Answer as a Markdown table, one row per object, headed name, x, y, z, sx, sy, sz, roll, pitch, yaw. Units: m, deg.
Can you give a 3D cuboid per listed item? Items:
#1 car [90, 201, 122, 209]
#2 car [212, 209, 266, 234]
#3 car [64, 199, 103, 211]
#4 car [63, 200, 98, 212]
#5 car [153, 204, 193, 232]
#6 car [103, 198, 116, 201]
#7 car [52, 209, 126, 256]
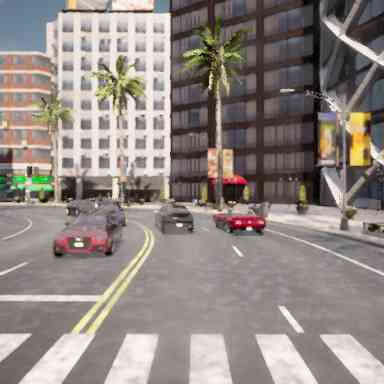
| name | x | y | z | sx | sy | sz | roll | pitch | yaw |
| --- | --- | --- | --- | --- | --- | --- | --- | --- | --- |
| car | -5.726 | 1.578 | 22.819 | 1.994 | 1.385 | 4.181 | 0 | 0 | -19 |
| car | 2.565 | 1.613 | 19.449 | 1.895 | 1.301 | 4.718 | 0 | 0 | -11 |
| car | -10.503 | 1.523 | 31.586 | 1.837 | 1.490 | 4.892 | 0 | 0 | -37 |
| car | -13.453 | 1.625 | 40.001 | 4.718 | 1.301 | 1.895 | 0 | 0 | 40 |
| car | -1.179 | 1.517 | 20.149 | 1.837 | 1.490 | 4.892 | 1 | 0 | -12 |
| car | -10.992 | 1.551 | 42.359 | 4.674 | 1.442 | 1.812 | 0 | 0 | 41 |
| car | -3.917 | 1.572 | 13.111 | 1.994 | 1.385 | 4.181 | 0 | 0 | -4 |
